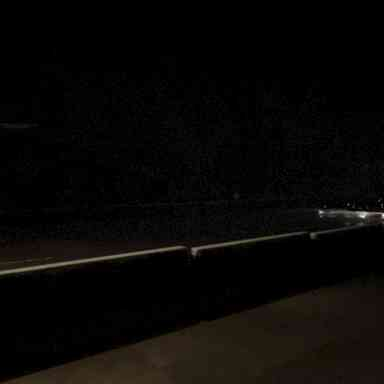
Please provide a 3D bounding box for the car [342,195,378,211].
[{"bbox_3d":[17.704,1.125,33.816,4.892,1.490,1.837,-1,1,-35],"label":"car"}]

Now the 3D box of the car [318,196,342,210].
[{"bbox_3d":[16.414,1.151,37.196,5.357,1.411,2.033,-1,1,-36],"label":"car"}]

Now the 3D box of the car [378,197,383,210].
[{"bbox_3d":[19.737,1.125,30.968,4.892,1.490,1.837,-1,1,-35],"label":"car"}]
